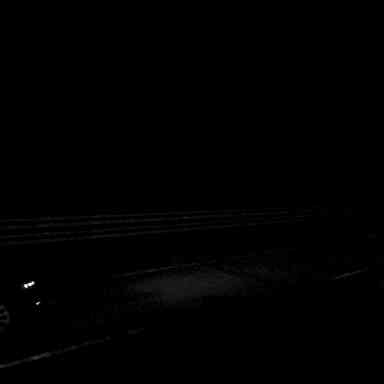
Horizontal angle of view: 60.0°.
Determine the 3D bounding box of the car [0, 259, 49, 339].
[{"bbox_3d":[-4.703,1.493,4.691,4.902,1.511,2.128,0,0,-36],"label":"car"}]
